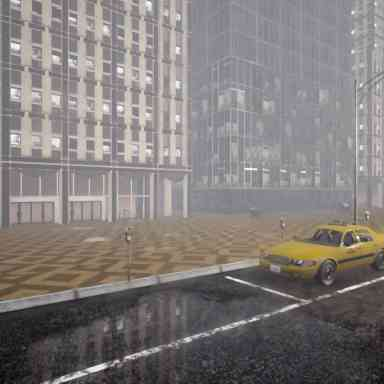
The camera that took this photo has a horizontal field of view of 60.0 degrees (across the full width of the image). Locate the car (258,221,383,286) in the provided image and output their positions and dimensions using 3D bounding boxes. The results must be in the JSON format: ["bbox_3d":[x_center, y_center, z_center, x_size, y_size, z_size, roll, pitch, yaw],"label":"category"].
[{"bbox_3d":[3.964,1.526,9.409,4.829,1.417,1.752,0,0,-36],"label":"car"}]
